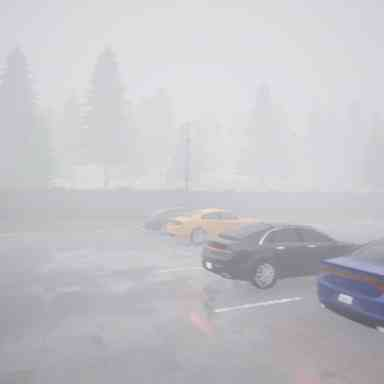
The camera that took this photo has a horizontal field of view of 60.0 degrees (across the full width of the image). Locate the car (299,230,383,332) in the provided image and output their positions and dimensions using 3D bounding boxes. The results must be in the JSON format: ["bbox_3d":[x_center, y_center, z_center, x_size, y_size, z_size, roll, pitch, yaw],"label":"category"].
[{"bbox_3d":[4.675,1.555,6.244,5.008,1.535,1.882,1,0,-24],"label":"car"}]

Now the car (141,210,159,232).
[{"bbox_3d":[-0.623,1.626,19.224,4.674,1.442,1.812,1,0,-24],"label":"car"}]

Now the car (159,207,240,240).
[{"bbox_3d":[1.218,1.579,16.196,5.008,1.535,1.882,1,0,-24],"label":"car"}]

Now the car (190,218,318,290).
[{"bbox_3d":[2.623,1.580,9.163,4.892,1.490,1.837,1,0,-24],"label":"car"}]
